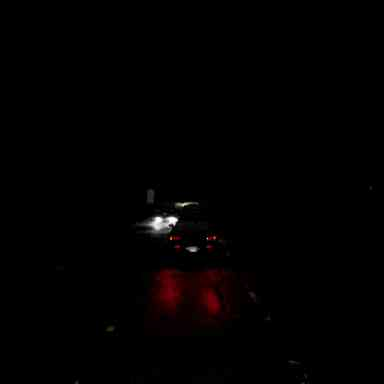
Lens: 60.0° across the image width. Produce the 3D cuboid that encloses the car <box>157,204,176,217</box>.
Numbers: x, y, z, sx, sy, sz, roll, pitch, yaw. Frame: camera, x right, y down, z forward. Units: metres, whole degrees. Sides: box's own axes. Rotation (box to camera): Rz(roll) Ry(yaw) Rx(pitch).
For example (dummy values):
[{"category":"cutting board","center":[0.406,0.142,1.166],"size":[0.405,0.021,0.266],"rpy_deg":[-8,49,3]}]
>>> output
[{"category":"car","center":[-2.787,2.008,36.673],"size":[1.895,1.301,4.718],"rpy_deg":[0,-1,1]}]

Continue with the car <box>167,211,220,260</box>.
[{"category":"car","center":[0.052,1.674,12.949],"size":[1.812,1.442,4.674],"rpy_deg":[0,0,0]}]

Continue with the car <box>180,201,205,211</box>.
[{"category":"car","center":[0.050,1.791,28.009],"size":[1.882,1.535,5.008],"rpy_deg":[0,-1,0]}]
